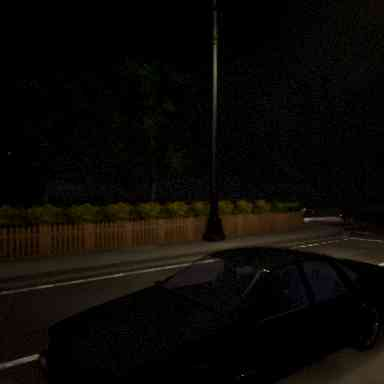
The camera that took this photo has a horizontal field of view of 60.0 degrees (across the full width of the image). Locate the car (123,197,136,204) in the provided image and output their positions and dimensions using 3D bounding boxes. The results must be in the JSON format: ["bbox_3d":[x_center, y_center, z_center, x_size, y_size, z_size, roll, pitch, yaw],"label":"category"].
[{"bbox_3d":[-9.075,1.439,50.110,2.128,1.511,4.902,0,0,-36],"label":"car"}]

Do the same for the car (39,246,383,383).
[{"bbox_3d":[0.899,1.540,4.634,5.357,1.411,2.033,0,0,-36],"label":"car"}]

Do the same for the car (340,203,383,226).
[{"bbox_3d":[11.785,1.456,20.871,2.128,1.511,4.902,0,0,-30],"label":"car"}]

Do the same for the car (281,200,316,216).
[{"bbox_3d":[9.184,1.466,30.888,1.812,1.442,4.674,0,0,-36],"label":"car"}]
